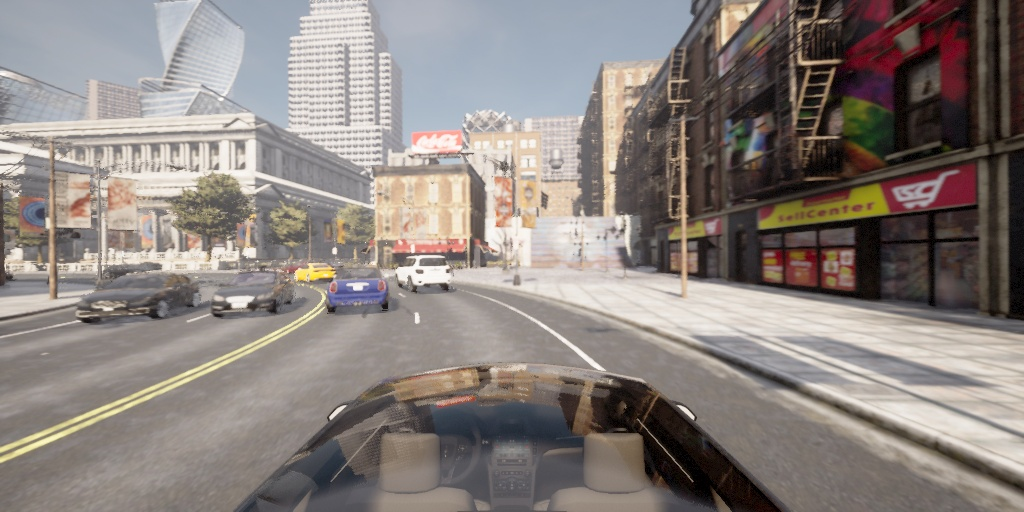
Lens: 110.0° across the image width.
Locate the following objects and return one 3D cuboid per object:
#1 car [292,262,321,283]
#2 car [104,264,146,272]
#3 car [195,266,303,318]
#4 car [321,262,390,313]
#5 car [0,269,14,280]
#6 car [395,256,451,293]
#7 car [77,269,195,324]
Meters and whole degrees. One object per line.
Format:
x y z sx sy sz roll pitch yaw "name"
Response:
-16.186 1.351 29.433 5.008 1.535 1.882 0 0 44 "car"
-40.590 1.610 37.980 4.892 1.490 1.837 -1 0 12 "car"
-9.675 1.322 13.727 2.128 1.511 4.902 0 0 -23 "car"
-6.121 1.145 14.595 2.097 1.767 4.553 -1 0 -19 "car"
-53.137 1.796 36.141 4.181 1.385 1.994 -1 0 5 "car"
-5.483 0.999 21.674 2.150 2.045 5.566 0 0 -30 "car"
-13.066 1.371 12.925 1.837 1.490 4.892 0 -1 -25 "car"
